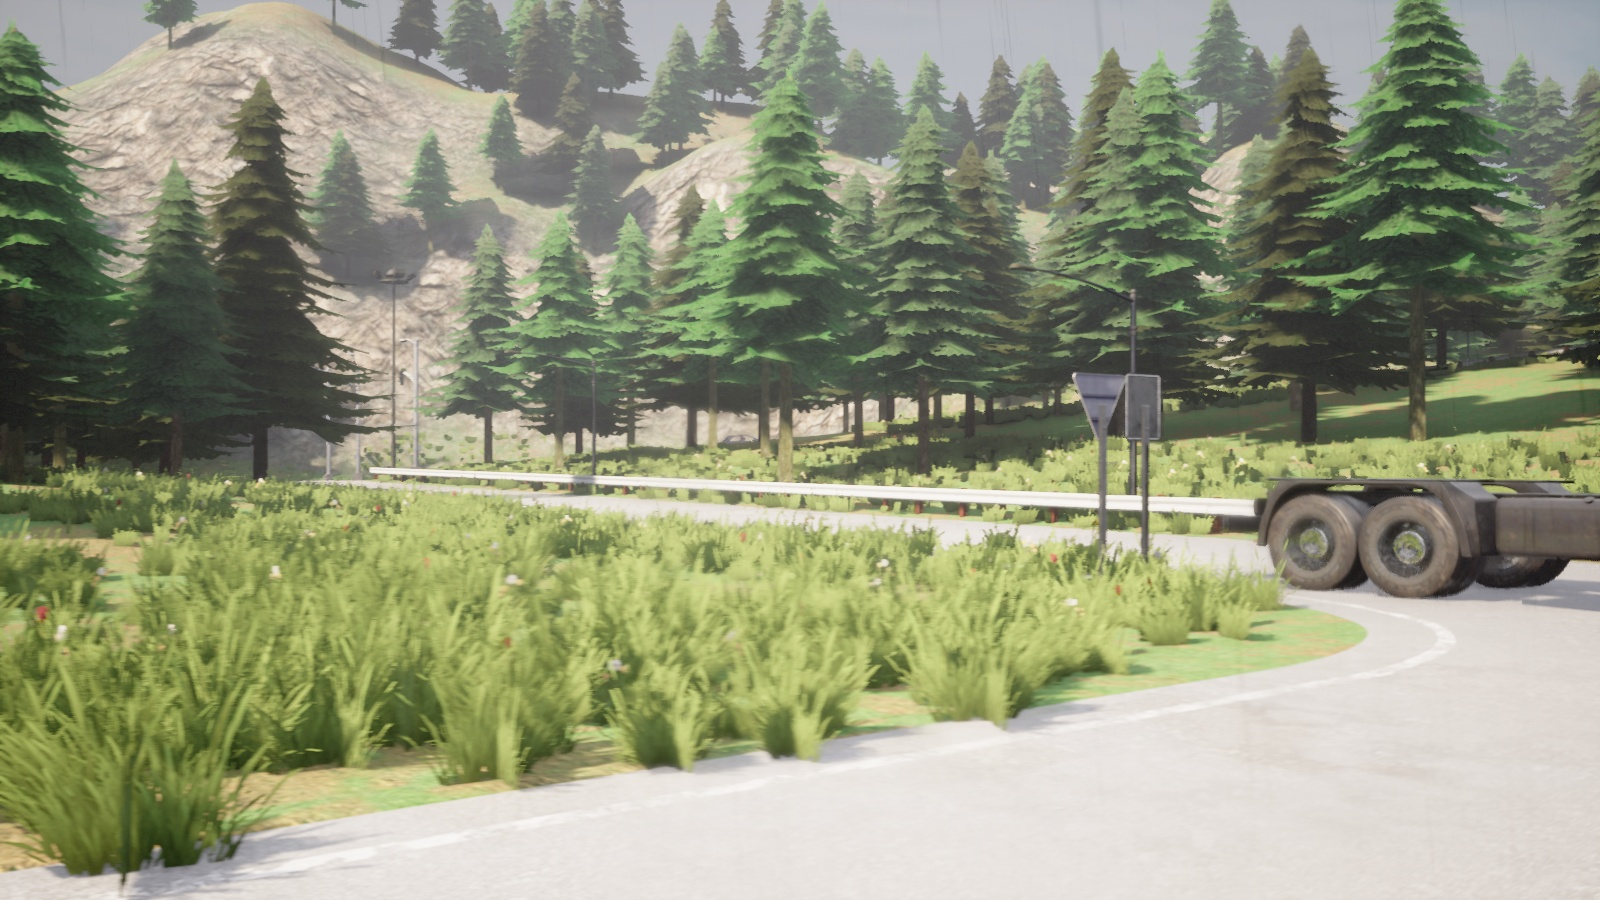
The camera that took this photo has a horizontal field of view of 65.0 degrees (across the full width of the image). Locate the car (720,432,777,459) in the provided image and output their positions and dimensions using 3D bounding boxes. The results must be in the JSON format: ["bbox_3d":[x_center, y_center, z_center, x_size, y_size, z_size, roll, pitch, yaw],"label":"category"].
[{"bbox_3d":[-3.495,-0.301,85.773,3.633,1.501,1.845,-5,-1,1],"label":"car"}]

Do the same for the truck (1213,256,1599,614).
[{"bbox_3d":[8.648,-0.118,13.360,2.891,3.462,7.936,1,-2,-35],"label":"truck"}]
